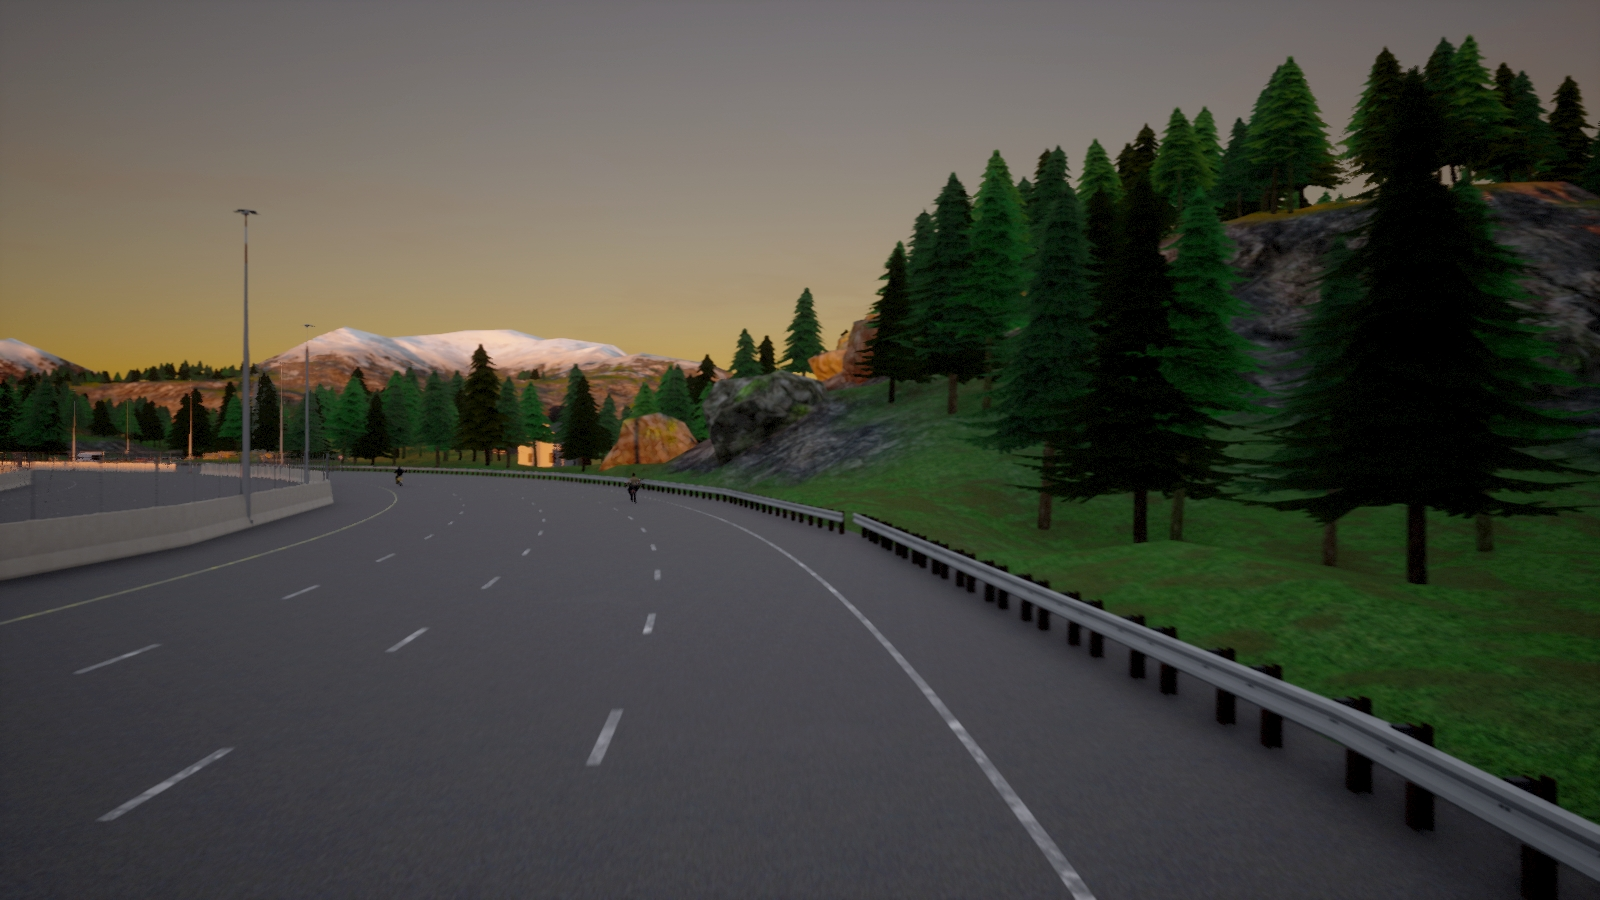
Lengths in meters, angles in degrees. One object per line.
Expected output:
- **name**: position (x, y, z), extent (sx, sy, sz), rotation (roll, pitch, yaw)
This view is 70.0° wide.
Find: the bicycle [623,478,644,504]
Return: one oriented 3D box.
- **bicycle**: position (-8.828, 2.160, 60.597), extent (0.859, 1.295, 1.487), rotation (0, 0, -16)
